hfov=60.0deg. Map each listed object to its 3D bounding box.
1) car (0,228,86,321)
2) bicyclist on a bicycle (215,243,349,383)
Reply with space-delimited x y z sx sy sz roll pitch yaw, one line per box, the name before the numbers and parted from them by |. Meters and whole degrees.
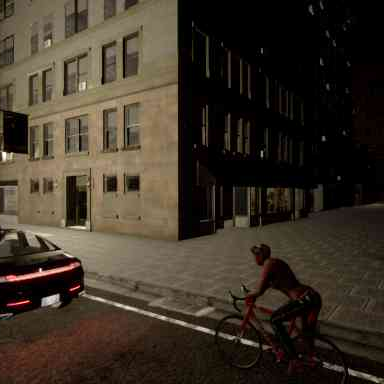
car | -4.189 1.493 6.674 4.902 1.511 2.128 0 0 36
bicyclist on a bicycle | 0.974 1.453 3.969 1.656 1.620 0.582 0 0 36
